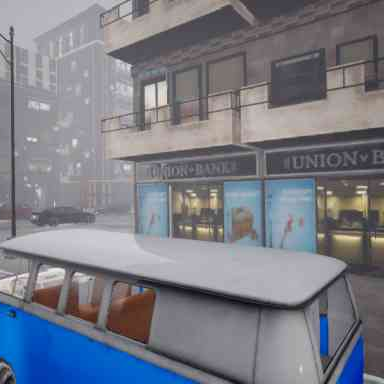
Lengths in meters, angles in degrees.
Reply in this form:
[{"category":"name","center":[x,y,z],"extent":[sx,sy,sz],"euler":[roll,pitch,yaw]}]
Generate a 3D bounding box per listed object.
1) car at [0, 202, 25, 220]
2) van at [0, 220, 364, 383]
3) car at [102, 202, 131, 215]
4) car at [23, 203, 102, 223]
[{"category":"car","center":[-15.338,1.609,27.371],"extent":[1.967,1.590,4.097],"euler":[-2,-1,36]},{"category":"van","center":[-0.505,1.342,3.223],"extent":[3.998,1.788,1.690],"euler":[0,-1,36]},{"category":"car","center":[-8.653,1.798,36.451],"extent":[1.947,1.339,4.313],"euler":[-2,-1,36]},{"category":"car","center":[-8.590,1.583,22.399],"extent":[1.947,1.339,4.313],"euler":[-2,-1,36]}]
